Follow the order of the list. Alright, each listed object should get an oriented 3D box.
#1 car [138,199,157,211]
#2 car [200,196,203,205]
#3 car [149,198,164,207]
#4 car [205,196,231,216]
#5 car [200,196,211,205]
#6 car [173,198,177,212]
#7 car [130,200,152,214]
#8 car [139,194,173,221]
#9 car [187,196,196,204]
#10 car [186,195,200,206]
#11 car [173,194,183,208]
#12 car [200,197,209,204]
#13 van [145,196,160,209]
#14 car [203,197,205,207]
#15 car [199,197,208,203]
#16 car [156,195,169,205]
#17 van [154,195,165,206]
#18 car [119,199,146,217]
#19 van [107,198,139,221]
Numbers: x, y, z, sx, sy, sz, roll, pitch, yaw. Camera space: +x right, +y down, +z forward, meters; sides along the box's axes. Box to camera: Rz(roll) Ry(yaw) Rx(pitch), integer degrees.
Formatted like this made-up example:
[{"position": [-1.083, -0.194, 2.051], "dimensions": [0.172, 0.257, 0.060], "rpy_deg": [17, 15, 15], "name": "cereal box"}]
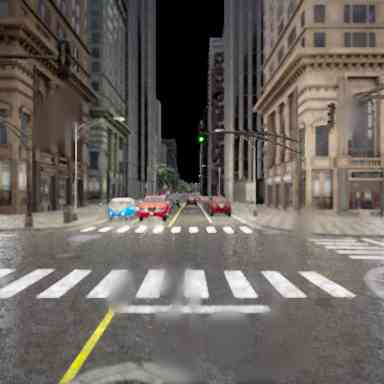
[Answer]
[{"position": [-5.795, 1.695, 43.854], "dimensions": [1.947, 1.339, 4.313], "rpy_deg": [0, 0, 0], "name": "car"}, {"position": [2.723, 1.718, 54.750], "dimensions": [2.008, 1.369, 4.403], "rpy_deg": [0, 0, 0], "name": "car"}, {"position": [-5.803, 1.714, 54.737], "dimensions": [1.887, 1.381, 4.507], "rpy_deg": [0, 0, 0], "name": "car"}, {"position": [2.739, 1.405, 32.988], "dimensions": [2.192, 1.841, 5.009], "rpy_deg": [0, 0, 0], "name": "car"}, {"position": [2.715, 1.647, 65.631], "dimensions": [1.967, 1.590, 4.097], "rpy_deg": [0, 0, 0], "name": "car"}, {"position": [-3.093, 1.709, 38.027], "dimensions": [1.895, 1.301, 4.718], "rpy_deg": [0, 0, 0], "name": "car"}, {"position": [-5.790, 1.655, 38.412], "dimensions": [1.887, 1.381, 4.507], "rpy_deg": [0, 0, 0], "name": "car"}, {"position": [-3.098, 1.297, 28.109], "dimensions": [2.150, 2.045, 5.566], "rpy_deg": [0, 0, 0], "name": "car"}, {"position": [-0.051, 1.653, 68.560], "dimensions": [1.882, 1.535, 5.008], "rpy_deg": [0, 0, 0], "name": "car"}, {"position": [-0.043, 1.658, 58.139], "dimensions": [1.882, 1.535, 5.008], "rpy_deg": [0, 0, 0], "name": "car"}, {"position": [-3.064, 1.384, 52.950], "dimensions": [2.150, 2.045, 5.566], "rpy_deg": [0, 0, 0], "name": "car"}, {"position": [2.710, 1.809, 71.072], "dimensions": [1.802, 1.307, 4.206], "rpy_deg": [0, 0, 0], "name": "car"}, {"position": [-5.799, 1.491, 49.296], "dimensions": [1.690, 1.788, 3.998], "rpy_deg": [0, 0, 0], "name": "van"}, {"position": [2.735, 1.423, 38.428], "dimensions": [2.192, 1.841, 5.009], "rpy_deg": [0, 0, 0], "name": "car"}, {"position": [2.706, 1.792, 76.512], "dimensions": [1.887, 1.381, 4.507], "rpy_deg": [0, 0, 0], "name": "car"}, {"position": [-5.811, 1.524, 65.620], "dimensions": [2.192, 1.841, 5.009], "rpy_deg": [0, 0, 0], "name": "car"}, {"position": [-5.807, 1.530, 60.178], "dimensions": [1.690, 1.788, 3.998], "rpy_deg": [0, 0, 0], "name": "van"}, {"position": [-5.786, 1.532, 32.972], "dimensions": [1.967, 1.590, 4.097], "rpy_deg": [0, 0, 0], "name": "car"}, {"position": [-5.782, 1.415, 27.532], "dimensions": [1.690, 1.788, 3.998], "rpy_deg": [0, 0, 0], "name": "van"}]
